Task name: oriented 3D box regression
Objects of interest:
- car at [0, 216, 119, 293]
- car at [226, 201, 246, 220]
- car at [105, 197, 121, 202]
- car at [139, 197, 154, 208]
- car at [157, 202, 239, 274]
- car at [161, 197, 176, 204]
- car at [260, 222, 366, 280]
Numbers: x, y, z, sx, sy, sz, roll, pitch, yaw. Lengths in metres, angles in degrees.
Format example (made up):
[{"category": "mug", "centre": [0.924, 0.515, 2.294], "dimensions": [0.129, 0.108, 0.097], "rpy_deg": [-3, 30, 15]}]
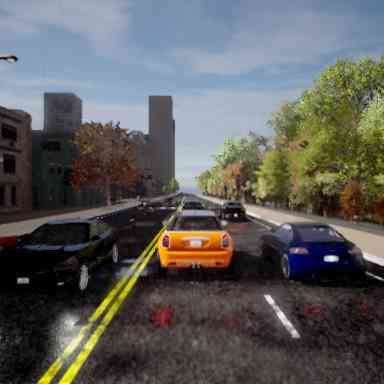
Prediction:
[{"category": "car", "centre": [-3.351, 1.485, 9.091], "dimensions": [1.882, 1.535, 5.008], "rpy_deg": [0, 0, 0]}, {"category": "car", "centre": [3.350, 1.526, 27.876], "dimensions": [1.837, 1.490, 4.892], "rpy_deg": [0, 0, 0]}, {"category": "car", "centre": [-20.693, 1.889, 86.766], "dimensions": [4.313, 1.339, 1.947], "rpy_deg": [-1, 1, -1]}, {"category": "car", "centre": [-6.701, 1.529, 49.601], "dimensions": [2.128, 1.511, 4.902], "rpy_deg": [0, 0, -1]}, {"category": "car", "centre": [0.101, 1.360, 10.786], "dimensions": [2.097, 1.767, 4.553], "rpy_deg": [0, 0, 0]}, {"category": "car", "centre": [-3.454, 1.542, 49.982], "dimensions": [1.837, 1.490, 4.892], "rpy_deg": [0, 0, -1]}, {"category": "car", "centre": [3.350, 1.572, 9.996], "dimensions": [1.994, 1.385, 4.181], "rpy_deg": [0, 0, 0]}]
